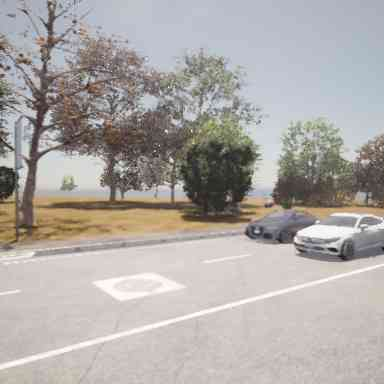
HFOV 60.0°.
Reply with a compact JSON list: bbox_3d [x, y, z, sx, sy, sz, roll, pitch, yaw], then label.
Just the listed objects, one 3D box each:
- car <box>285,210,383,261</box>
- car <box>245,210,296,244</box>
[{"bbox_3d":[5.804,1.505,12.368,4.674,1.442,1.812,0,0,-35],"label":"car"},{"bbox_3d":[4.489,1.542,15.712,4.181,1.385,1.994,0,0,-35],"label":"car"}]
